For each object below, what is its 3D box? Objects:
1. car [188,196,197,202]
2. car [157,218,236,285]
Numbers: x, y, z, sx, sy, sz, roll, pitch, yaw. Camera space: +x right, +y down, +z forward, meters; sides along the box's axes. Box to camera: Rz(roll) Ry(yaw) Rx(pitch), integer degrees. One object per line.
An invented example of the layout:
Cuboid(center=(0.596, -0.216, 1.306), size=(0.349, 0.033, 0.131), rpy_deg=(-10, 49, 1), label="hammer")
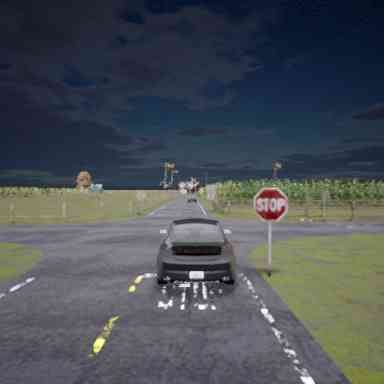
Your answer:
Cuboid(center=(0.059, 1.501, 69.967), size=(1.895, 1.301, 4.718), rpy_deg=(0, 0, 0), label="car")
Cuboid(center=(0.098, 1.497, 9.409), size=(1.837, 1.490, 4.892), rpy_deg=(0, 0, 0), label="car")
